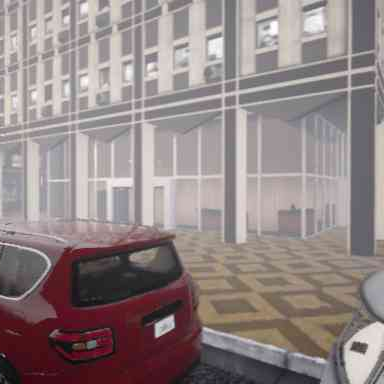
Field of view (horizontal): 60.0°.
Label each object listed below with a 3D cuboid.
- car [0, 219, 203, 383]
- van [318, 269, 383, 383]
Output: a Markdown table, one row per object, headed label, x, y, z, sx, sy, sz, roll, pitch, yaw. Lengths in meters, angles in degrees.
| label | x | y | z | sx | sy | sz | roll | pitch | yaw |
| --- | --- | --- | --- | --- | --- | --- | --- | --- | --- |
| car | -2.221 | 1.295 | 4.370 | 5.009 | 1.841 | 2.192 | 0 | 1 | 34 |
| van | 2.487 | 1.329 | 1.160 | 3.998 | 1.788 | 1.690 | 0 | 1 | 34 |
